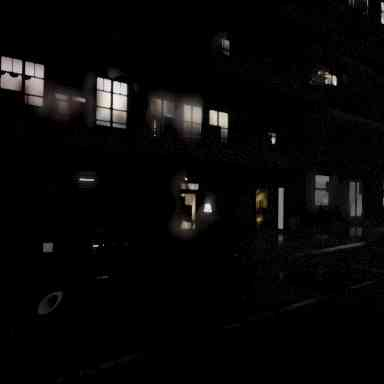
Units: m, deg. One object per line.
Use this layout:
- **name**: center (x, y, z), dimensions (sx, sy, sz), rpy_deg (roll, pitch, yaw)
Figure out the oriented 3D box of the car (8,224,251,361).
- **car**: center (-0.928, 1.441, 5.886), dimensions (4.097, 1.590, 1.967), rpy_deg (0, 1, -36)
